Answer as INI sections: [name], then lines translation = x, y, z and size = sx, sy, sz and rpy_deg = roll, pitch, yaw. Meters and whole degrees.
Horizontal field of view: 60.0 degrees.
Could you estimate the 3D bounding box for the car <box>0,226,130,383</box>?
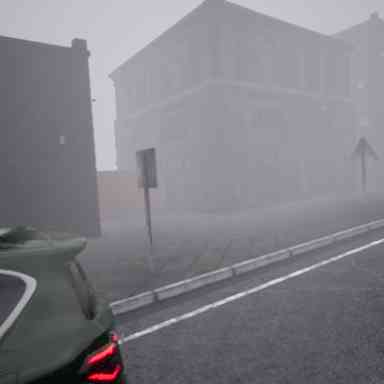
[car]
translation = -3.035, 1.354, 1.509
size = 5.566, 2.045, 2.150
rpy_deg = -2, 1, -36
